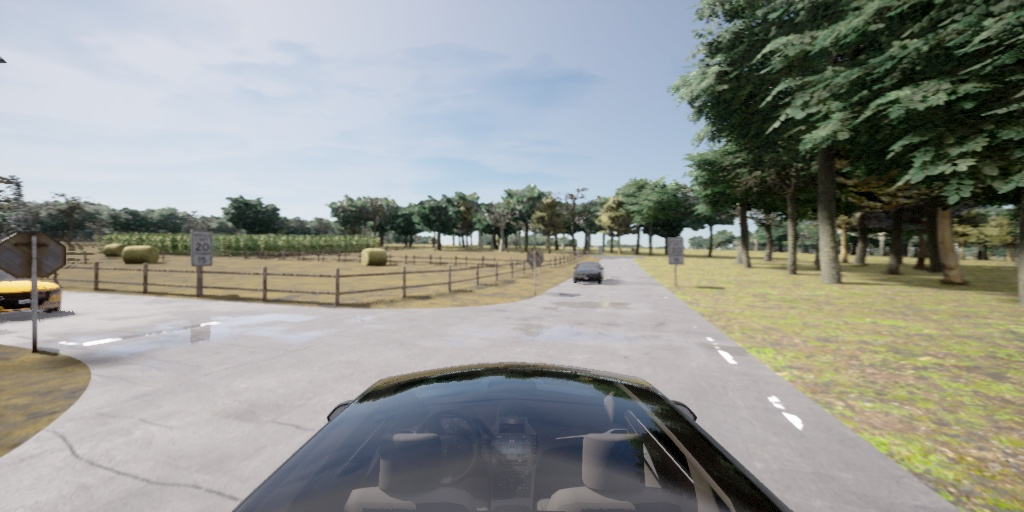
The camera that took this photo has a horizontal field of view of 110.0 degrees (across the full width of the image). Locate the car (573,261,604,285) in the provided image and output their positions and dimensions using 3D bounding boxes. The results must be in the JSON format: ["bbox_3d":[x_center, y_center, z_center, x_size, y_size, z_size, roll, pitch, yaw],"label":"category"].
[{"bbox_3d":[5.458,1.132,25.276,1.882,1.535,5.008,-1,1,17],"label":"car"}]

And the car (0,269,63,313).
[{"bbox_3d":[-16.707,1.052,11.308,5.008,1.535,1.882,0,0,17],"label":"car"}]
